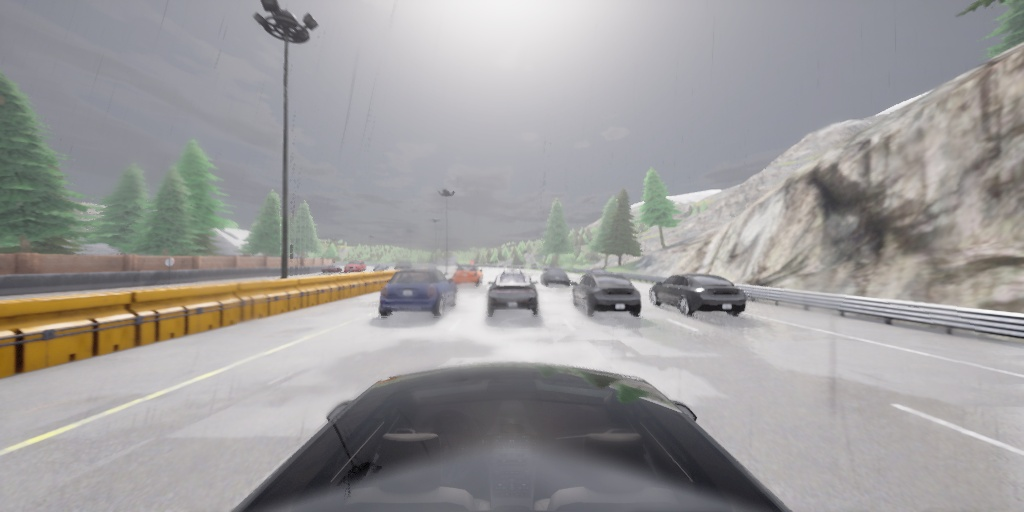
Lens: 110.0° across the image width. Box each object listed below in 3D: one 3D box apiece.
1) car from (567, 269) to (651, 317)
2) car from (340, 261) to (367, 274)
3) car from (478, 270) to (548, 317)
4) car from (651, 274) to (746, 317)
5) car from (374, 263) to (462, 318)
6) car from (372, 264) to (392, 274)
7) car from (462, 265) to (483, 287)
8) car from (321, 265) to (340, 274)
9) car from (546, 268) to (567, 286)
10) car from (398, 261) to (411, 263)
[{"bbox_3d":[3.556,1.429,14.146,1.837,1.490,4.892,0,0,1],"label":"car"},{"bbox_3d":[-23.567,1.699,54.100,2.150,2.045,5.566,0,-1,-10],"label":"car"},{"bbox_3d":[0.056,1.414,14.119,2.128,1.511,4.902,0,-1,1],"label":"car"},{"bbox_3d":[7.056,1.429,14.149,1.837,1.490,4.892,0,0,1],"label":"car"},{"bbox_3d":[-3.445,1.273,14.040,2.097,1.767,4.553,0,-1,1],"label":"car"},{"bbox_3d":[-20.478,2.002,56.553,2.128,1.511,4.902,0,-1,-10],"label":"car"},{"bbox_3d":[-3.506,1.481,29.038,2.097,1.767,4.553,0,-1,0],"label":"car"},{"bbox_3d":[-27.136,2.079,54.153,1.895,1.301,4.718,0,-1,-10],"label":"car"},{"bbox_3d":[3.488,1.700,29.388,1.994,1.385,4.181,0,-1,0],"label":"car"},{"bbox_3d":[-16.821,1.726,56.091,2.150,2.045,5.566,0,-1,-10],"label":"car"}]
